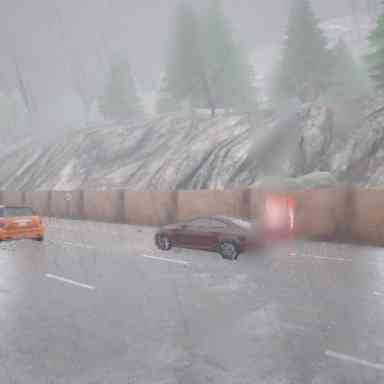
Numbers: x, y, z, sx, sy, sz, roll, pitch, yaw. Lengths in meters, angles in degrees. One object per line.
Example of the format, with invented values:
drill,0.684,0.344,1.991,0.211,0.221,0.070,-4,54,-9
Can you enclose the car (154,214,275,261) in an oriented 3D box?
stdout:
car,0.704,1.525,12.285,4.674,1.442,1.812,0,0,37

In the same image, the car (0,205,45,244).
car,-8.725,1.353,15.173,4.553,1.767,2.097,0,0,38

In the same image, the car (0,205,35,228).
car,-12.887,1.601,22.968,4.718,1.301,1.895,0,0,39

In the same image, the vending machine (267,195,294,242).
vending machine,4.195,1.195,15.698,0.880,2.100,1.100,0,0,37
